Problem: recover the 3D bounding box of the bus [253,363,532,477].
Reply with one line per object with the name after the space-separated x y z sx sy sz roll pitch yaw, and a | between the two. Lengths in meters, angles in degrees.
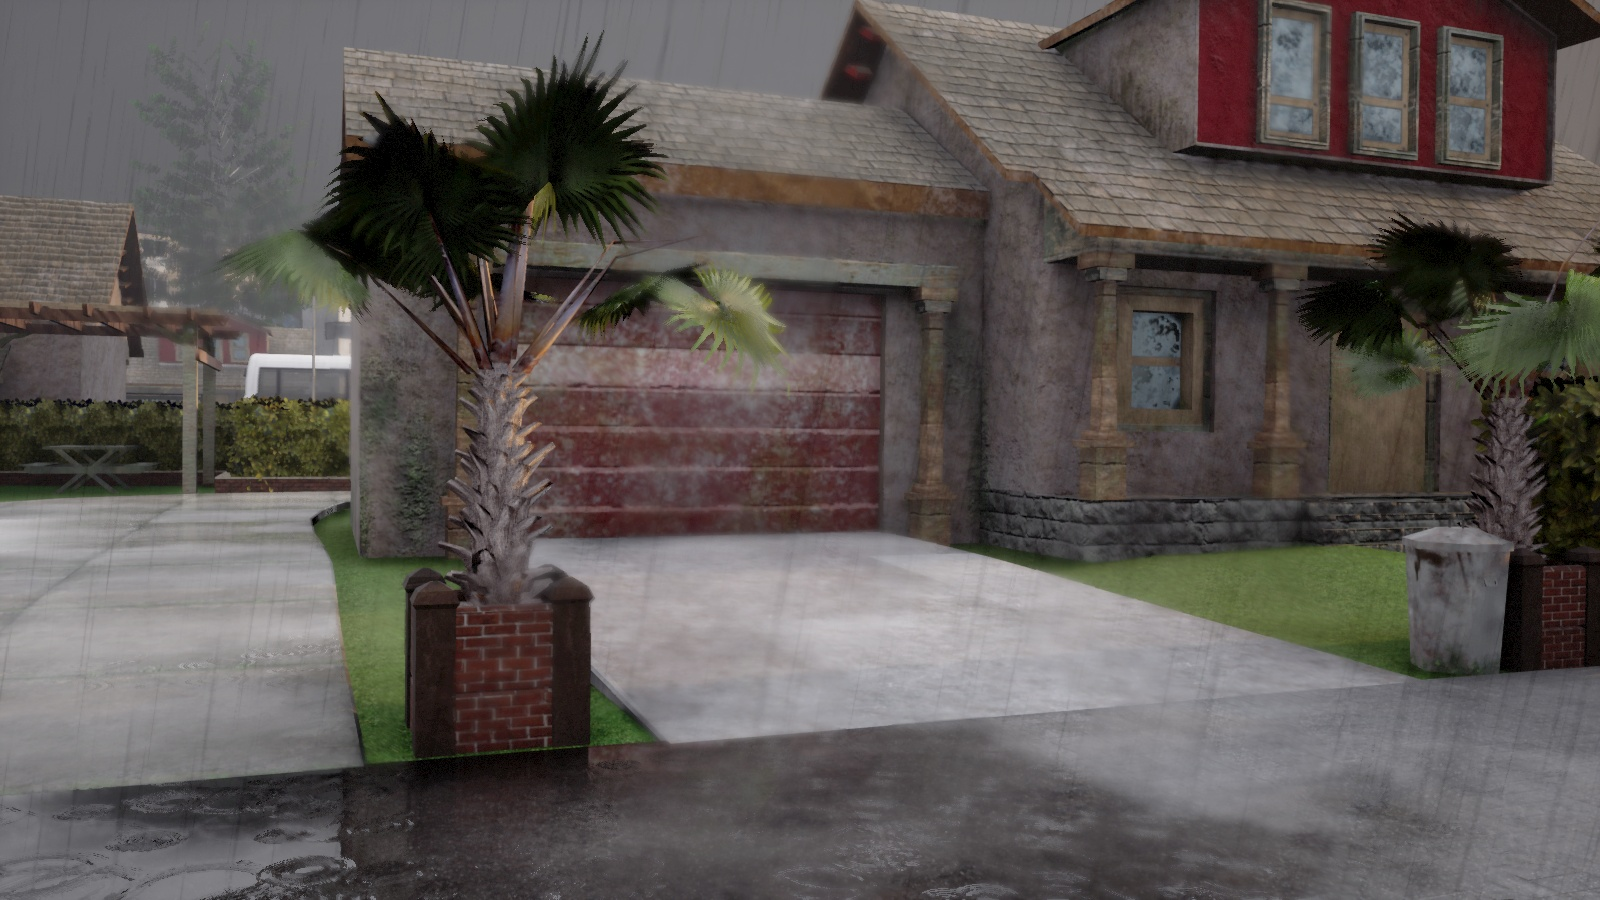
-16.306 -1.225 50.560 10.273 4.253 3.944 -1 1 -21 | bus
